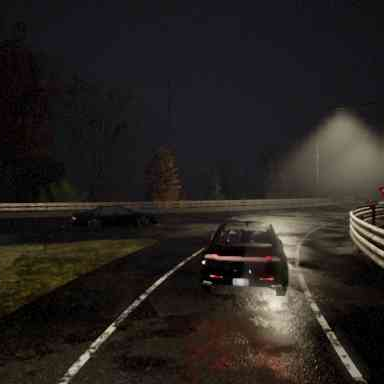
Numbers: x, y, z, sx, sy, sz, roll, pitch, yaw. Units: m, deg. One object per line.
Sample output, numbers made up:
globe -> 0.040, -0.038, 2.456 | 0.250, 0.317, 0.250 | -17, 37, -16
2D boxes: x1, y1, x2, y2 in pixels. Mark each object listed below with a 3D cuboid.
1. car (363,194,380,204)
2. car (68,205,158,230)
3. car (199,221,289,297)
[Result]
car -> 34.175, 1.578, 62.883 | 1.994, 1.385, 4.181 | 0, 0, 34
car -> -4.914, 1.553, 20.880 | 5.357, 1.411, 2.033 | 0, 0, -25
car -> 1.423, 1.495, 8.689 | 2.128, 1.511, 4.902 | 0, 0, 12
